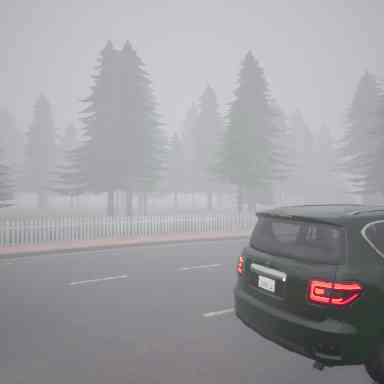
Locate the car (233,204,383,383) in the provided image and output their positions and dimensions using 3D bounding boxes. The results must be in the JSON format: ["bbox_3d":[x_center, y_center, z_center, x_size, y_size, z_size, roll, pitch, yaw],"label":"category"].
[{"bbox_3d":[3.305,1.222,5.349,5.566,2.045,2.150,0,0,-27],"label":"car"}]
